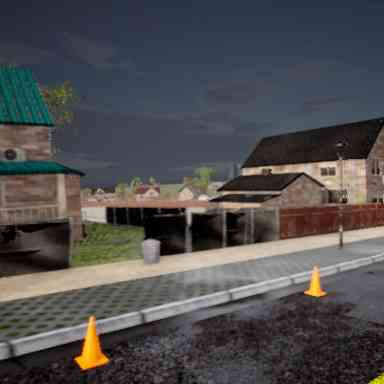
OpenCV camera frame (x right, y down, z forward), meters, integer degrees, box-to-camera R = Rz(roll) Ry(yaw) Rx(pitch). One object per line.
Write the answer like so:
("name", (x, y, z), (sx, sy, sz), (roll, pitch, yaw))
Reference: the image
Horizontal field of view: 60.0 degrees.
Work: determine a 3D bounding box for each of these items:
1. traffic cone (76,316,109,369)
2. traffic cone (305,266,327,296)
("traffic cone", (-1.327, 1.953, 4.429), (0.340, 0.580, 0.340), (0, 0, -36))
("traffic cone", (2.730, 1.940, 7.334), (0.340, 0.580, 0.340), (0, 0, -36))
